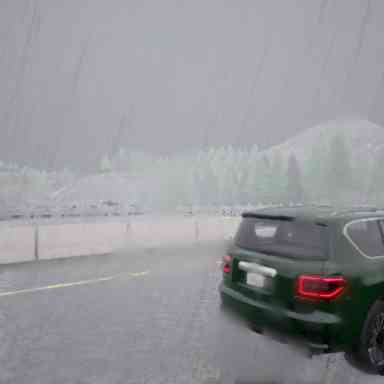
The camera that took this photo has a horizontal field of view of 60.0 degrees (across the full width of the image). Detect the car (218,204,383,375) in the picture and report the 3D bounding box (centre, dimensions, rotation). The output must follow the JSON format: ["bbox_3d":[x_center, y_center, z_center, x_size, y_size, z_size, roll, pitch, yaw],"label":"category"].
[{"bbox_3d":[3.011,1.270,5.895,5.566,2.045,2.150,1,0,-36],"label":"car"}]

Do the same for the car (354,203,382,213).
[{"bbox_3d":[28.924,2.618,54.586,5.357,1.411,2.033,2,-1,-36],"label":"car"}]

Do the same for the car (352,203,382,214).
[{"bbox_3d":[25.004,2.411,47.562,4.674,1.442,1.812,2,-1,-35],"label":"car"}]

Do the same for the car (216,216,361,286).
[{"bbox_3d":[3.118,1.601,10.272,4.674,1.442,1.812,1,0,-36],"label":"car"}]

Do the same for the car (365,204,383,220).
[{"bbox_3d":[21.127,2.116,36.252,5.008,1.535,1.882,2,-1,-35],"label":"car"}]

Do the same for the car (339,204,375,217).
[{"bbox_3d":[19.601,2.180,39.461,4.674,1.442,1.812,2,-1,-35],"label":"car"}]
